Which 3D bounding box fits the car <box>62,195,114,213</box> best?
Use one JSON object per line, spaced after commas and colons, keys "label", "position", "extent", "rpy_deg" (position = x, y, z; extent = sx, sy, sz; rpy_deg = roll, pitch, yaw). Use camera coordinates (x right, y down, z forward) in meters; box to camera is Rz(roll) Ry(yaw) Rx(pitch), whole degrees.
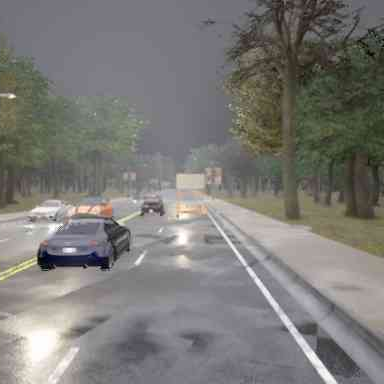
{"label": "car", "position": [-6.693, 1.144, 22.405], "extent": [2.097, 1.767, 4.553], "rpy_deg": [0, 1, 0]}

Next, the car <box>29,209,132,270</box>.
{"label": "car", "position": [-3.188, 1.465, 10.641], "extent": [1.994, 1.385, 4.181], "rpy_deg": [0, 1, 0]}

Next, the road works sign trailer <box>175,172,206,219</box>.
{"label": "road works sign trailer", "position": [-0.113, 0.219, 26.323], "extent": [2.380, 3.560, 2.880], "rpy_deg": [0, 1, 0]}

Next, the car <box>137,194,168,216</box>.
{"label": "car", "position": [-3.281, 1.235, 28.994], "extent": [1.837, 1.490, 4.892], "rpy_deg": [0, 1, 0]}

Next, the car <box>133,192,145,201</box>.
{"label": "car", "position": [-10.173, 0.743, 64.946], "extent": [2.097, 1.767, 4.553], "rpy_deg": [0, 1, 0]}

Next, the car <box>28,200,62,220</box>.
{"label": "car", "position": [-9.951, 1.304, 23.938], "extent": [1.812, 1.442, 4.674], "rpy_deg": [0, 1, 0]}
